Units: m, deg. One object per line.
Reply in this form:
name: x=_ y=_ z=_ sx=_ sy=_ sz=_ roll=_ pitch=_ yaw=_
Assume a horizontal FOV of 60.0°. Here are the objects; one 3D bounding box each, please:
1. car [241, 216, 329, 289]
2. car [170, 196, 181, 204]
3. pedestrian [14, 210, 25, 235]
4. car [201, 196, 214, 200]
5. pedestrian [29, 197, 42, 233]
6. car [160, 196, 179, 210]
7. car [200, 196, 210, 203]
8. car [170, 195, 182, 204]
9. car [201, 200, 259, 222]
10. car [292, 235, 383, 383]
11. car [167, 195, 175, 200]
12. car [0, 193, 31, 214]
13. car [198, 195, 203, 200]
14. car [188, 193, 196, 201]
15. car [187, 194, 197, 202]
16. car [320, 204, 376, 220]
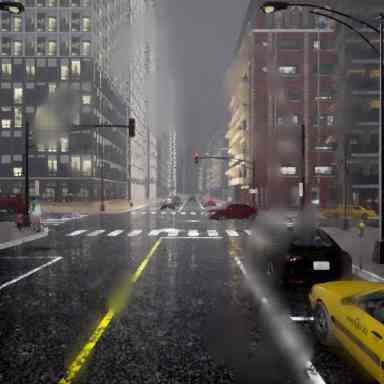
car: x=2.692 y=1.566 z=8.991 sx=1.947 sy=1.339 sz=4.313 roll=0 pitch=0 yaw=0
car: x=-3.053 y=1.528 z=63.716 sx=1.837 sy=1.490 sz=4.892 roll=0 pitch=0 yaw=0
pedestrian: x=-8.449 y=1.144 z=16.347 sx=0.375 sy=1.860 sz=0.375 roll=0 pitch=0 yaw=0
car: x=2.742 y=1.596 z=51.014 sx=1.802 sy=1.307 sz=4.206 roll=0 pitch=0 yaw=0
pedestrian: x=-7.989 y=1.143 z=17.051 sx=0.375 sy=1.860 sz=0.375 roll=0 pitch=0 yaw=0
car: x=-3.118 y=1.557 z=43.281 sx=2.033 sy=1.411 sz=5.357 roll=0 pitch=0 yaw=-4
car: x=2.693 y=1.578 z=69.579 sx=2.008 sy=1.369 sz=4.403 roll=0 pitch=0 yaw=0
car: x=-3.082 y=1.580 z=53.301 sx=1.994 sy=1.385 sz=4.181 roll=0 pitch=0 yaw=1
car: x=3.233 y=1.615 z=26.833 sx=4.674 sy=1.442 sz=1.812 roll=1 pitch=-1 yaw=-24
car: x=2.693 y=1.525 z=3.478 sx=1.752 sy=1.417 sz=4.829 roll=0 pitch=0 yaw=0
car: x=-5.688 y=1.599 z=92.174 sx=2.008 sy=1.369 sz=4.403 roll=0 pitch=0 yaw=0
car: x=-17.692 y=1.030 z=31.053 sx=5.009 sy=1.841 sz=2.192 roll=1 pitch=-1 yaw=0
car: x=2.692 y=1.574 z=63.931 sx=2.008 sy=1.369 sz=4.403 roll=0 pitch=0 yaw=0
car: x=0.002 y=1.227 z=83.585 sx=2.097 sy=1.767 sz=4.553 roll=0 pitch=0 yaw=0
car: x=0.002 y=1.547 z=73.613 sx=1.812 sy=1.442 sz=4.674 roll=0 pitch=0 yaw=0
car: x=14.644 y=1.837 z=31.331 sx=4.829 sy=1.417 sz=1.752 roll=1 pitch=-1 yaw=0
